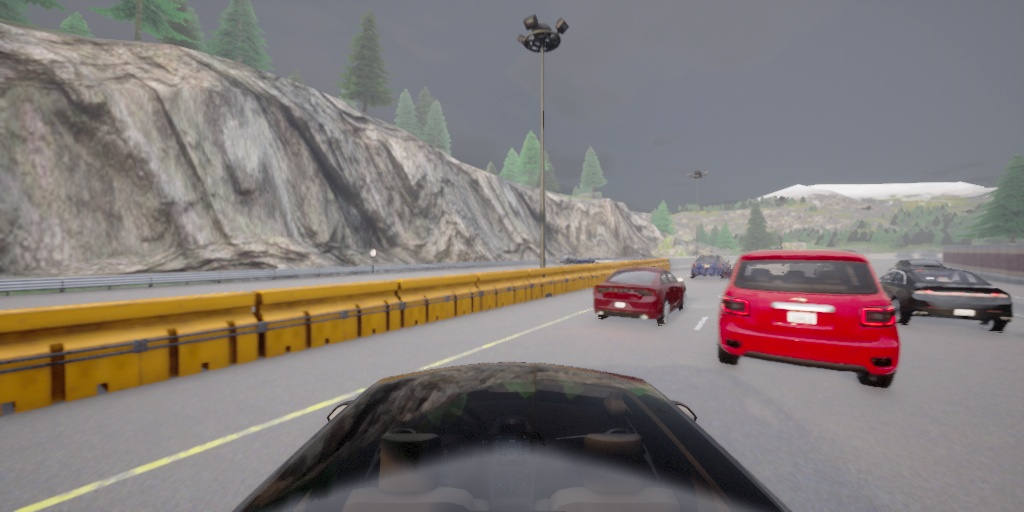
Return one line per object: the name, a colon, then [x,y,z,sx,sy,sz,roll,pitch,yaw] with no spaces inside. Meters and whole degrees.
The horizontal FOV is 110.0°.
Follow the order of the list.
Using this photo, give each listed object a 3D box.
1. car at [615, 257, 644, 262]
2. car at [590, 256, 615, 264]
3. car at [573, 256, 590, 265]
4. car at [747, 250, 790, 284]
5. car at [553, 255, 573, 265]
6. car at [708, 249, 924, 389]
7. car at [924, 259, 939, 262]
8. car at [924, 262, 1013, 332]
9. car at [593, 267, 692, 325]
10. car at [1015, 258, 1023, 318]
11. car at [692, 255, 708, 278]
car: [14.617,0.731,43.177,1.895,1.301,4.718,1,1,42]
car: [12.340,0.699,45.879,1.895,1.301,4.718,1,1,42]
car: [10.805,0.653,49.359,1.895,1.301,4.718,1,1,43]
car: [17.272,0.613,24.096,2.150,2.045,5.566,0,1,37]
car: [7.754,0.560,51.190,1.812,1.442,4.674,1,1,43]
car: [5.485,0.885,7.094,2.150,2.045,5.566,0,1,35]
car: [23.842,0.922,21.155,1.837,1.490,4.892,0,1,37]
car: [12.015,1.089,10.447,2.128,1.511,4.902,0,1,34]
car: [4.222,1.080,11.440,1.882,1.535,5.008,0,1,34]
car: [14.866,0.971,8.415,2.097,1.767,4.553,0,1,34]
car: [14.800,0.716,26.587,2.097,1.767,4.553,0,1,37]
